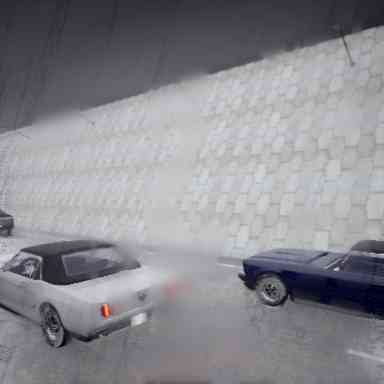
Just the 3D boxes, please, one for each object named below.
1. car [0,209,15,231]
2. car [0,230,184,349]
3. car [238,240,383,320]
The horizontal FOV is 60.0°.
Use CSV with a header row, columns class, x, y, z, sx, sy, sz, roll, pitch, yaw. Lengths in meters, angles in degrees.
class,x,y,z,sx,sy,sz,roll,pitch,yaw
car,-11.470,1.558,18.094,4.902,1.511,2.128,0,0,39
car,-2.509,1.612,6.340,4.718,1.301,1.895,0,0,39
car,3.267,1.572,6.168,4.718,1.301,1.895,0,0,39
